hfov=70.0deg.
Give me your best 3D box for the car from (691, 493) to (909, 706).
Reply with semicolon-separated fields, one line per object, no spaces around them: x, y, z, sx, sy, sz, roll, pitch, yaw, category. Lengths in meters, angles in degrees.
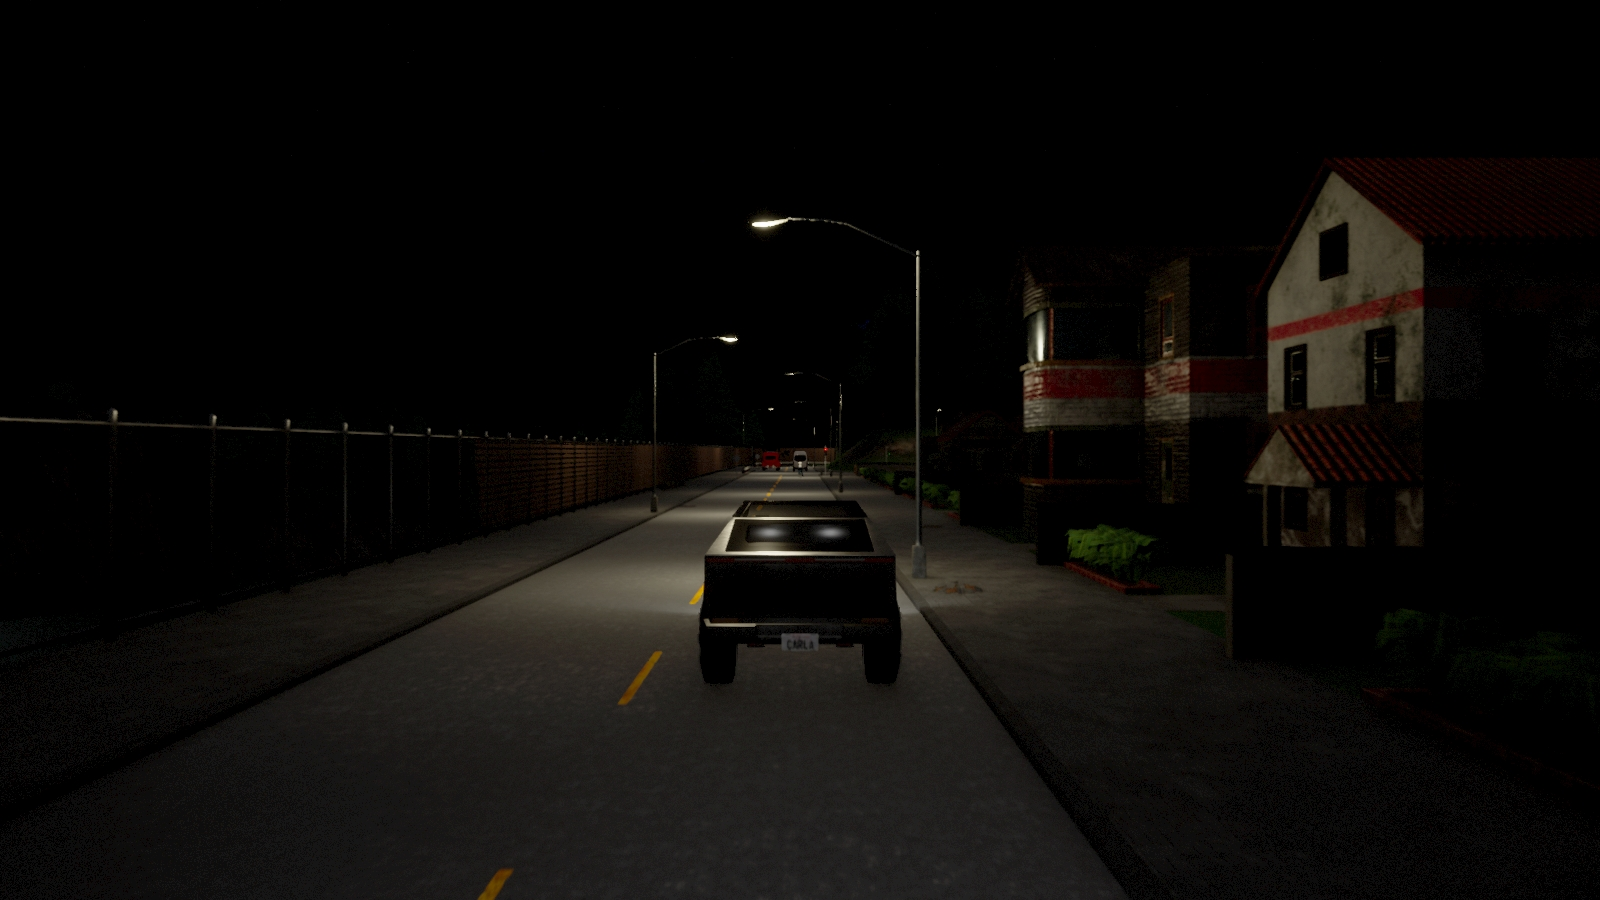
0.000;1.753;15.623;2.390;2.098;6.274;0;0;0;car
